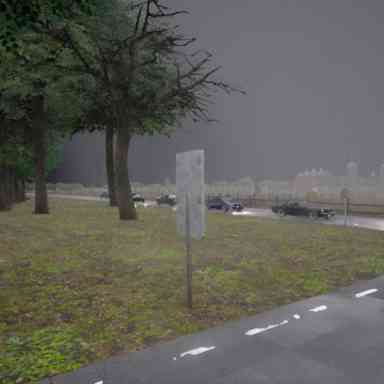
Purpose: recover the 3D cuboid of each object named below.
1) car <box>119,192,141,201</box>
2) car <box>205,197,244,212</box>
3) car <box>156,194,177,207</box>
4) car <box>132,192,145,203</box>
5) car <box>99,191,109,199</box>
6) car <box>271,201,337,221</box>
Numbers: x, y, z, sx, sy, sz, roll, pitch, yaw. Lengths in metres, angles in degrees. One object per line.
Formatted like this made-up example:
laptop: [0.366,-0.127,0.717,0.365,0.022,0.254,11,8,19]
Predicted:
car: [-10.663,0.741,57.052,1.994,1.385,4.181,-1,1,-35]
car: [3.148,1.168,32.910,1.994,1.385,4.181,-1,2,-35]
car: [-2.719,0.980,41.045,1.812,1.442,4.674,-1,1,-36]
car: [-8.779,0.792,49.483,1.882,1.535,5.008,-1,1,-35]
car: [-16.480,0.603,65.104,2.033,1.411,5.357,-1,1,-36]
car: [8.484,1.354,25.502,1.895,1.301,4.718,-1,2,-36]
